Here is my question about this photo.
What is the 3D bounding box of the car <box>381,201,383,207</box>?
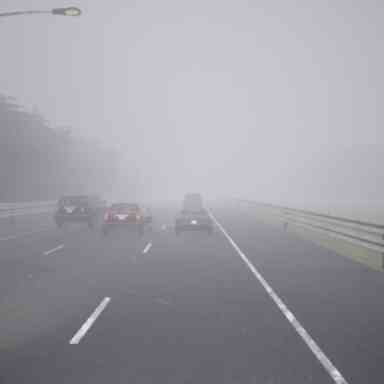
[{"bbox_3d":[30.224,1.504,48.777,1.801,1.575,5.366,0,0,-27],"label":"car"}]

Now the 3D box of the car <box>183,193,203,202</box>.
[{"bbox_3d":[0.107,1.095,38.164,2.150,2.045,5.566,0,0,0],"label":"car"}]

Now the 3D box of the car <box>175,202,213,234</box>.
[{"bbox_3d":[0.102,1.493,18.754,1.994,1.385,4.181,0,0,0],"label":"car"}]

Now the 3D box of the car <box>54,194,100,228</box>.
[{"bbox_3d":[-6.895,1.144,21.371,2.150,2.045,5.566,0,0,0],"label":"car"}]

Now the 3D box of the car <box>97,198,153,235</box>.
[{"bbox_3d":[-3.399,1.283,18.256,2.097,1.767,4.553,0,0,0],"label":"car"}]
